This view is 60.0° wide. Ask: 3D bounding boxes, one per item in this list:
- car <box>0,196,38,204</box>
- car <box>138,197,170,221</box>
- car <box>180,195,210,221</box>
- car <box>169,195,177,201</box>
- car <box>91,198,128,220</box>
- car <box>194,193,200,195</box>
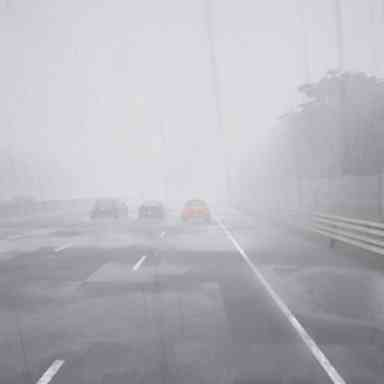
[{"bbox_3d":[-17.141,1.227,33.242,2.097,1.767,4.553,0,0,1],"label":"car"},{"bbox_3d":[-3.156,1.451,27.300,1.882,1.535,5.008,0,0,1],"label":"car"},{"bbox_3d":[0.344,1.349,27.194,2.097,1.767,4.553,0,0,1],"label":"car"},{"bbox_3d":[-5.706,1.779,92.770,1.895,1.301,4.718,0,-1,1],"label":"car"},{"bbox_3d":[-6.655,1.302,27.297,2.097,1.767,4.553,0,0,1],"label":"car"},{"bbox_3d":[1.293,1.783,92.639,1.994,1.385,4.181,0,-1,1],"label":"car"}]
